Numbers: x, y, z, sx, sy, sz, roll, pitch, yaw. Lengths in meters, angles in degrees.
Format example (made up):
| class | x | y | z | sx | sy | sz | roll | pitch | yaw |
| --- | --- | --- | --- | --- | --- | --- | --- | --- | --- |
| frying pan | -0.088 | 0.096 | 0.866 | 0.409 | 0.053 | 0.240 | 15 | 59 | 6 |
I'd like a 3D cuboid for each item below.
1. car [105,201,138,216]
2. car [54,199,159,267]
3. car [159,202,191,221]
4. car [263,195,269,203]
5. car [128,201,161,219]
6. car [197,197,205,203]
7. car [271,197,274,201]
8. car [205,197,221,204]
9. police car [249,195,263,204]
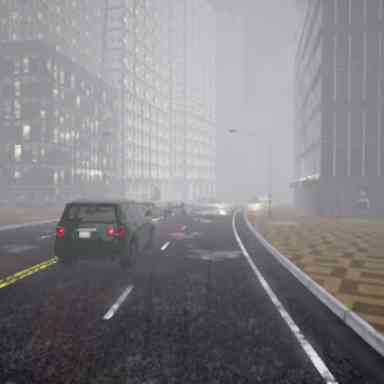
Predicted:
| class | x | y | z | sx | sy | sz | roll | pitch | yaw |
| --- | --- | --- | --- | --- | --- | --- | --- | --- | --- |
| car | -7.185 | 1.657 | 34.264 | 1.994 | 1.385 | 4.181 | 0 | 0 | 9 |
| car | -2.761 | 1.256 | 11.692 | 2.150 | 2.045 | 5.566 | 0 | 0 | 3 |
| car | -1.208 | 1.594 | 28.620 | 2.128 | 1.511 | 4.902 | 0 | 0 | 7 |
| car | 17.607 | 1.963 | 84.931 | 1.812 | 1.442 | 4.674 | 0 | 0 | 22 |
| car | -4.345 | 1.602 | 31.175 | 1.837 | 1.490 | 4.892 | 0 | 0 | 8 |
| car | 2.531 | 1.811 | 74.946 | 1.895 | 1.301 | 4.718 | 0 | 0 | 18 |
| car | 19.875 | 1.698 | 90.361 | 2.150 | 2.045 | 5.566 | 1 | 0 | 23 |
| car | 4.798 | 1.864 | 71.394 | 1.895 | 1.301 | 4.718 | 0 | 0 | 17 |
| police car | 14.196 | 1.802 | 75.912 | 1.930 | 1.638 | 5.238 | 0 | 0 | 19 |
